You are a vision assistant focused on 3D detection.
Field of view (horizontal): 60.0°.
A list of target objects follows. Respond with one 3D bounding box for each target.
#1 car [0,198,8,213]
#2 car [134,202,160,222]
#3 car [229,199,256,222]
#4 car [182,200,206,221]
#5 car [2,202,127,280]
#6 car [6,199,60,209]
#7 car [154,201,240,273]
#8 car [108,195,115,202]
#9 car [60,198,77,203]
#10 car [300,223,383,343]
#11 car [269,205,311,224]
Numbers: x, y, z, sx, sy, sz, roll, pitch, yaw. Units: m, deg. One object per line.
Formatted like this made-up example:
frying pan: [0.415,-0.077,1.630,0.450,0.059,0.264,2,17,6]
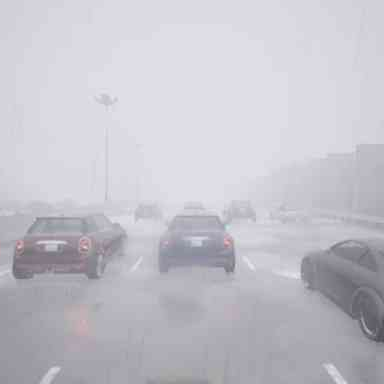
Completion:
car: [-21.186,1.489,37.422,1.882,1.535,5.008,0,0,0]
car: [-3.363,1.496,26.456,2.128,1.511,4.902,0,0,0]
car: [3.636,1.355,26.168,2.097,1.767,4.553,0,0,0]
car: [0.121,1.481,27.995,1.882,1.535,5.008,0,0,-1]
car: [-3.364,1.354,10.108,2.097,1.767,4.553,0,0,0]
car: [-14.095,1.499,29.850,2.128,1.511,4.902,0,0,-1]
car: [0.140,1.355,10.822,2.097,1.767,4.553,0,0,0]
car: [-16.771,1.495,68.011,1.837,1.490,4.892,0,0,-10]
car: [-18.145,1.576,48.252,1.994,1.385,4.181,0,0,-3]
car: [3.612,1.564,6.438,1.994,1.385,4.181,0,0,0]
car: [7.153,1.602,24.811,1.895,1.301,4.718,0,0,0]
